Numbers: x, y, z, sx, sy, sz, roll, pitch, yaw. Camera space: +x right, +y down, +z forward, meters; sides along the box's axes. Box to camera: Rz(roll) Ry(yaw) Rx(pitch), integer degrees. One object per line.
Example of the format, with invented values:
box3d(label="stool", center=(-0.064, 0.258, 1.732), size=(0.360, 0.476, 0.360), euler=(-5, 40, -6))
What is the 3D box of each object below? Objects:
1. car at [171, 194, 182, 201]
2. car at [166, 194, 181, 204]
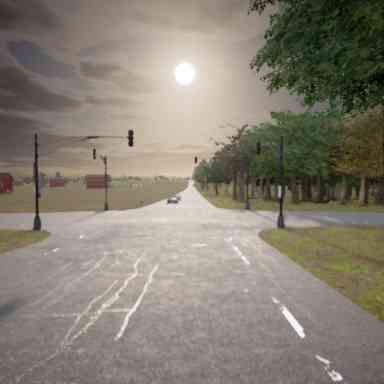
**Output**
box3d(label="car", center=(-3.390, 1.201, 74.735), size=(2.128, 1.511, 4.902), euler=(0, 0, 0))
box3d(label="car", center=(-3.472, 1.347, 59.268), size=(2.033, 1.411, 5.357), euler=(0, 0, 1))
